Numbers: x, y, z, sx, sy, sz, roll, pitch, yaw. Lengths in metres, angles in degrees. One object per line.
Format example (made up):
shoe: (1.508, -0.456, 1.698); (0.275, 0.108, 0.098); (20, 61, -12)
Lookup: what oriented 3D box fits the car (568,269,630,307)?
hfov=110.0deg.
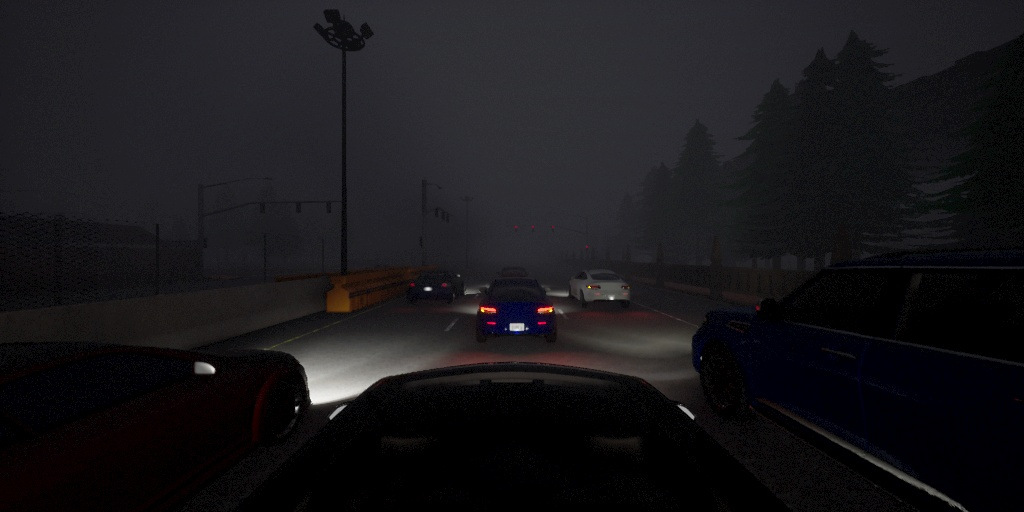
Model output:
car: (3.592, 1.276, 15.236); (1.812, 1.442, 4.674); (0, 0, 0)

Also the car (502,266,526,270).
car: (0.101, 1.276, 19.479); (1.812, 1.442, 4.674); (0, 0, 0)

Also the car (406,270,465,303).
car: (-3.403, 1.314, 16.603); (1.994, 1.385, 4.181); (0, 0, 0)

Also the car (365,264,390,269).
car: (-10.498, 1.330, 28.365); (1.994, 1.385, 4.181); (0, 0, 0)

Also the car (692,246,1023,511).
car: (3.594, 0.966, 2.686); (2.150, 2.045, 5.566); (0, -1, 1)

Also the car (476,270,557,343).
car: (0.094, 1.276, 9.583); (1.812, 1.442, 4.674); (0, 0, 0)

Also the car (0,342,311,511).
car: (-3.400, 1.314, 2.590); (1.994, 1.385, 4.181); (0, 0, 0)
